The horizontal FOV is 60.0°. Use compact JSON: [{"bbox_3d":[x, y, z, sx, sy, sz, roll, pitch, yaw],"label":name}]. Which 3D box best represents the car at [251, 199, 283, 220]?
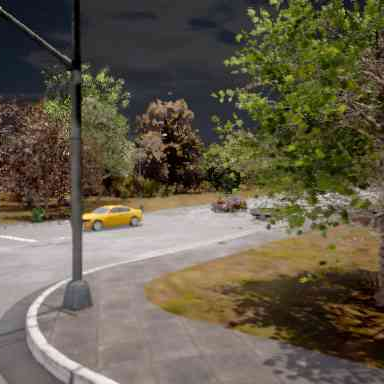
[{"bbox_3d":[6.602,1.472,26.682,1.895,1.301,4.718,-1,1,37],"label":"car"}]

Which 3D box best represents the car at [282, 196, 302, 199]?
[{"bbox_3d":[15.162,0.534,49.634,2.033,1.411,5.357,-1,2,37],"label":"car"}]

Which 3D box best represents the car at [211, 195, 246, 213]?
[{"bbox_3d":[3.895,1.141,34.872,2.097,1.767,4.553,-1,2,37],"label":"car"}]

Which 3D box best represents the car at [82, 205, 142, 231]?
[{"bbox_3d":[-5.571,1.660,22.352,1.882,1.535,5.008,-1,0,37],"label":"car"}]
